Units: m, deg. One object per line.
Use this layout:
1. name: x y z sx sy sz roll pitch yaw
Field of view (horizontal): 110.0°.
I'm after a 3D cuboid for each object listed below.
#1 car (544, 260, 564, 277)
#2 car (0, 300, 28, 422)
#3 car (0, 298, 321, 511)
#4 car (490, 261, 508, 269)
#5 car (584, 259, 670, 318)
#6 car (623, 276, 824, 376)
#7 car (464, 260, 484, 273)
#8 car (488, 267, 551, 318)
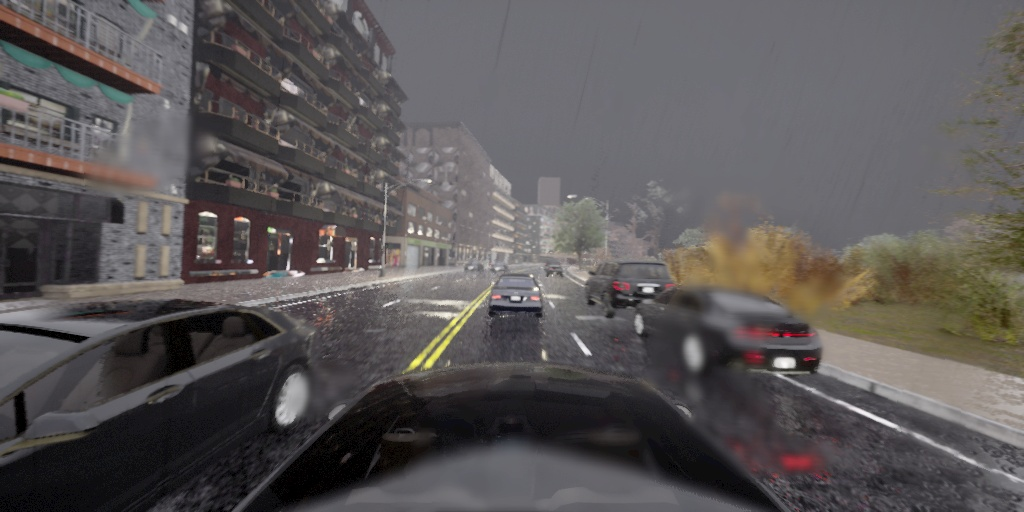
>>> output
1. car: 4.793 1.589 40.631 1.837 1.490 4.892 2 0 5
2. car: -6.562 1.134 1.783 1.895 1.301 4.718 2 0 0
3. car: -3.304 1.149 2.557 1.837 1.490 4.892 2 0 0
4. car: -1.495 1.398 44.852 2.128 1.511 4.902 2 0 6
5. car: 4.317 1.163 13.915 2.150 2.045 5.566 2 0 1
6. car: 4.236 1.418 7.967 1.837 1.490 4.892 2 0 0
7. car: -4.722 1.296 45.221 2.128 1.511 4.902 2 0 6
8. car: 0.160 1.348 13.440 2.033 1.411 5.357 2 0 1
